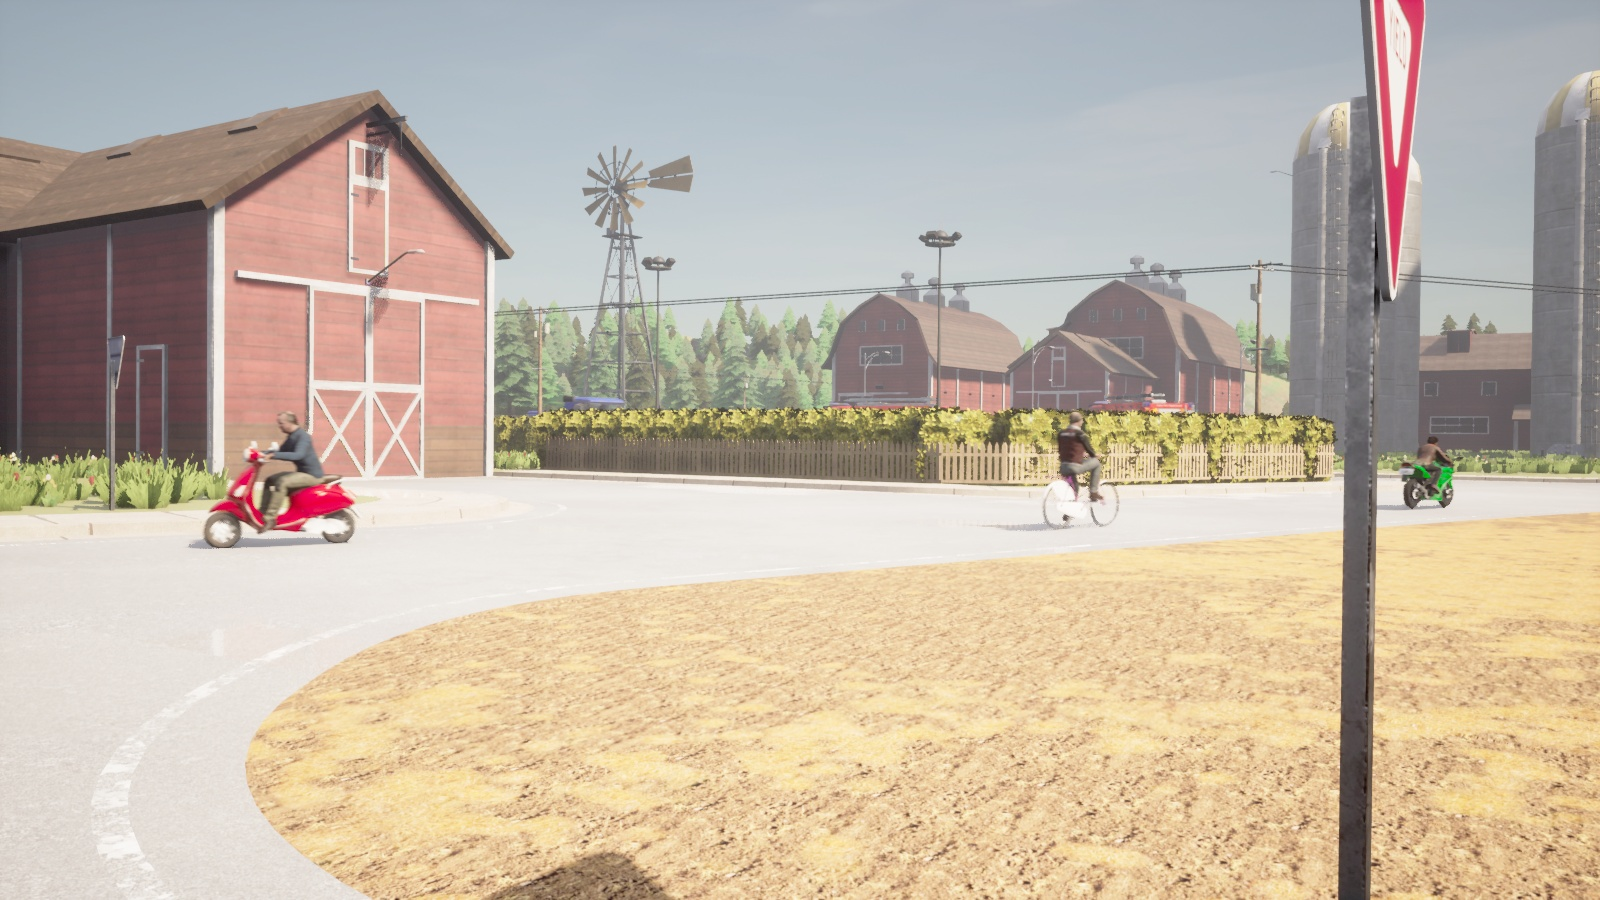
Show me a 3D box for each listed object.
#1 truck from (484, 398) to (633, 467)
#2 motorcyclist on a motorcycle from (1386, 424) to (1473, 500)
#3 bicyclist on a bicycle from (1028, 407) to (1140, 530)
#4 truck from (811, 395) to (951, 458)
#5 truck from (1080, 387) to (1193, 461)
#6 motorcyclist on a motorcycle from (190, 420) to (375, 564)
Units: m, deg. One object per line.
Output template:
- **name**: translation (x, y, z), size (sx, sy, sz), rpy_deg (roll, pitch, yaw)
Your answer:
- **truck**: translation (-12.886, -0.905, 66.762), size (7.936, 3.462, 2.891), rpy_deg (0, 1, 33)
- **motorcyclist on a motorcycle**: translation (13.080, 0.229, 26.076), size (2.044, 1.523, 0.797), rpy_deg (0, 1, -37)
- **bicyclist on a bicycle**: translation (4.299, 0.245, 18.947), size (1.843, 1.776, 0.659), rpy_deg (-1, 1, -40)
- **truck**: translation (5.096, -1.430, 79.873), size (8.468, 3.827, 2.891), rpy_deg (0, 1, 33)
- **truck**: translation (18.326, -1.402, 69.063), size (2.891, 3.827, 8.468), rpy_deg (0, 1, -9)
- **motorcyclist on a motorcycle**: translation (-6.065, 0.450, 14.751), size (1.817, 1.590, 0.866), rpy_deg (-1, 1, -40)
